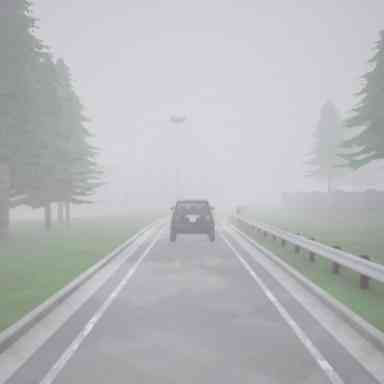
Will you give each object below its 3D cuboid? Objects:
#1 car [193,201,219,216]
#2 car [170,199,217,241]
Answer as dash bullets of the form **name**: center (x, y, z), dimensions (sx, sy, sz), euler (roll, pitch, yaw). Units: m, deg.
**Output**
- **car**: center (1.649, 1.793, 37.180), dimensions (2.128, 1.511, 4.902), euler (0, -1, 11)
- **car**: center (0.019, 1.368, 17.749), dimensions (2.150, 2.045, 5.566), euler (0, 0, 0)
